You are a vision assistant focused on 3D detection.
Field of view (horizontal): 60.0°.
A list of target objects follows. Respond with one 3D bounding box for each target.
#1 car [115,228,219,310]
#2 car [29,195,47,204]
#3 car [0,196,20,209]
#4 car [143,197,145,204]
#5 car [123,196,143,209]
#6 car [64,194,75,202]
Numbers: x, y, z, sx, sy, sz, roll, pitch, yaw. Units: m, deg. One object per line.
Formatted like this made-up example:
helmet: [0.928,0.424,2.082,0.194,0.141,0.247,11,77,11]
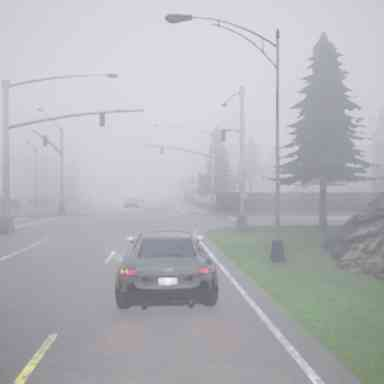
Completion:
car: [-0.616,1.545,7.886,1.994,1.385,4.181,0,0,-5]
car: [-26.266,1.249,56.721,1.970,1.475,3.806,0,0,-5]
car: [-21.586,1.247,38.459,2.007,1.523,4.514,0,0,-5]
car: [-9.605,1.406,60.517,2.033,1.411,5.357,0,0,-5]
car: [-7.985,1.444,44.168,2.033,1.411,5.357,0,0,-6]
car: [-23.977,1.221,64.383,1.845,1.501,3.633,0,0,-5]
